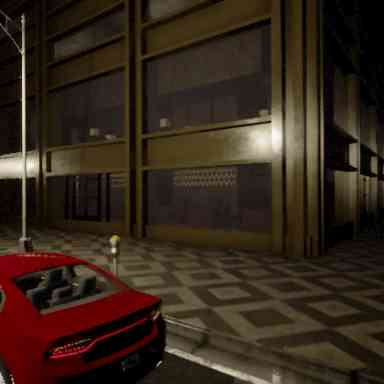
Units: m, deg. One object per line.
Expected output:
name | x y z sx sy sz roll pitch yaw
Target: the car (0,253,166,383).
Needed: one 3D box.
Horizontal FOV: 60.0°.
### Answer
car | -2.415 1.524 4.581 4.507 1.381 1.887 0 0 36
